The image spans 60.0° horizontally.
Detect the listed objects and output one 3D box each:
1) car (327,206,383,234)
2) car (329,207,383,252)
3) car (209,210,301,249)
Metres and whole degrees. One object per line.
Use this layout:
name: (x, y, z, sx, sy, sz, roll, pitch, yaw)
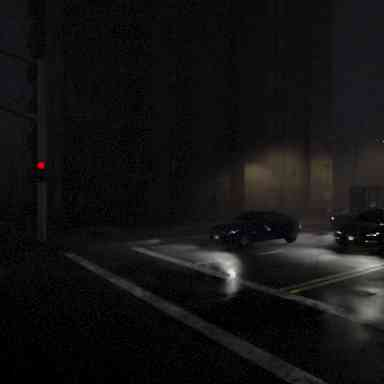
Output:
car: (10.323, 1.605, 19.917, 4.718, 1.301, 1.895, 0, 0, -35)
car: (7.993, 1.508, 13.976, 4.892, 1.490, 1.837, 0, 0, -35)
car: (2.891, 1.528, 14.650, 4.674, 1.442, 1.812, 0, 0, -35)
